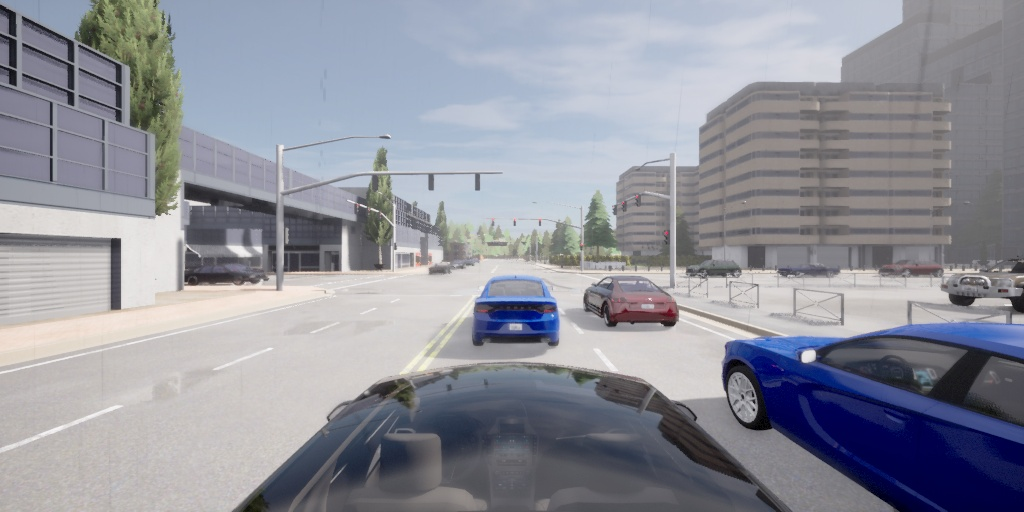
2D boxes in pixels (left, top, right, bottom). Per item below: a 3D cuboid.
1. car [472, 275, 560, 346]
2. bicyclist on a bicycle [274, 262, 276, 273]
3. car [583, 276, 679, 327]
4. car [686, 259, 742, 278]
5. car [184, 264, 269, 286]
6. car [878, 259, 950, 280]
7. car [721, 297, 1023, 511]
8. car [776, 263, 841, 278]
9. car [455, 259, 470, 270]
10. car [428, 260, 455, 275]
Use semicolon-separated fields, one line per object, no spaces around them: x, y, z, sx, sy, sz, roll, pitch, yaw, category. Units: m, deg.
0.096;1.228;9.429;1.882;1.535;5.008;0;0;0;car
-25.833;1.053;39.649;0.582;1.620;1.656;0;0;-1;bicyclist on a bicycle
3.604;1.314;11.560;1.994;1.385;4.181;0;0;0;car
18.692;1.102;33.391;4.553;1.767;2.097;0;0;-1;car
-19.935;1.297;24.744;5.357;1.411;2.033;0;0;-1;car
37.476;1.102;33.760;4.553;1.767;2.097;0;0;-1;car
3.603;1.228;2.576;1.882;1.535;5.008;0;0;0;car
27.679;1.351;33.575;4.718;1.301;1.895;0;0;-1;car
-7.917;1.241;52.986;2.128;1.511;4.902;0;0;-1;car
-7.588;1.351;38.095;1.895;1.301;4.718;0;0;-1;car
